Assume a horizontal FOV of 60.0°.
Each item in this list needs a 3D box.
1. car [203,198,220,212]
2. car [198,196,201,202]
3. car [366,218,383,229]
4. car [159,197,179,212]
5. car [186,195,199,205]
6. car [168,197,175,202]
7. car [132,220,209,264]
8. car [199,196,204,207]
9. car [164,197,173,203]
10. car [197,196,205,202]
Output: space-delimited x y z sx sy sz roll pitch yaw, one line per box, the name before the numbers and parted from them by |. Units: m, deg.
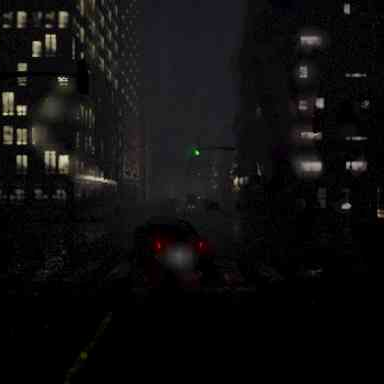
car | 2.677 1.780 42.473 1.802 1.307 4.206 0 0 0
car | 2.598 1.842 61.038 2.008 1.369 4.403 0 0 0
car | 14.609 1.935 22.808 4.829 1.417 1.752 1 -1 -1
car | -3.161 1.747 42.874 2.033 1.411 5.357 0 0 0
car | -0.100 1.814 64.652 1.837 1.490 4.892 0 0 0
car | -5.837 2.016 94.916 1.887 1.381 4.507 0 0 0
car | -1.009 1.656 12.179 1.895 1.301 4.718 1 0 -17
car | 2.606 1.813 55.390 2.008 1.369 4.403 0 0 0
car | -5.819 1.960 83.619 2.008 1.369 4.403 0 0 0
car | 2.544 1.912 94.930 1.967 1.590 4.097 0 0 0
